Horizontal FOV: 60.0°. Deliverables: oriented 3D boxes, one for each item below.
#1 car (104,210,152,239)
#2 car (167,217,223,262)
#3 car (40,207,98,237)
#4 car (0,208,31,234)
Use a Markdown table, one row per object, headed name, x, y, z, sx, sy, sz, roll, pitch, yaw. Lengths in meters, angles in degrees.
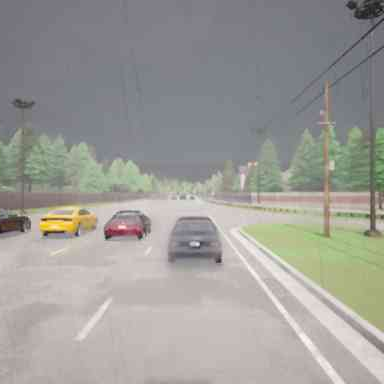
| name | x | y | z | sx | sy | sz | roll | pitch | yaw |
| --- | --- | --- | --- | --- | --- | --- | --- | --- | --- |
| car | -3.389 | 1.683 | 18.154 | 1.994 | 1.385 | 4.181 | 0 | 0 | 0 |
| car | 0.098 | 1.630 | 12.495 | 2.033 | 1.411 | 5.357 | 0 | 0 | 0 |
| car | -6.887 | 1.603 | 19.122 | 1.882 | 1.535 | 5.008 | 0 | 0 | 0 |
| car | -10.390 | 1.606 | 17.572 | 2.128 | 1.511 | 4.902 | 0 | 0 | 0 |
